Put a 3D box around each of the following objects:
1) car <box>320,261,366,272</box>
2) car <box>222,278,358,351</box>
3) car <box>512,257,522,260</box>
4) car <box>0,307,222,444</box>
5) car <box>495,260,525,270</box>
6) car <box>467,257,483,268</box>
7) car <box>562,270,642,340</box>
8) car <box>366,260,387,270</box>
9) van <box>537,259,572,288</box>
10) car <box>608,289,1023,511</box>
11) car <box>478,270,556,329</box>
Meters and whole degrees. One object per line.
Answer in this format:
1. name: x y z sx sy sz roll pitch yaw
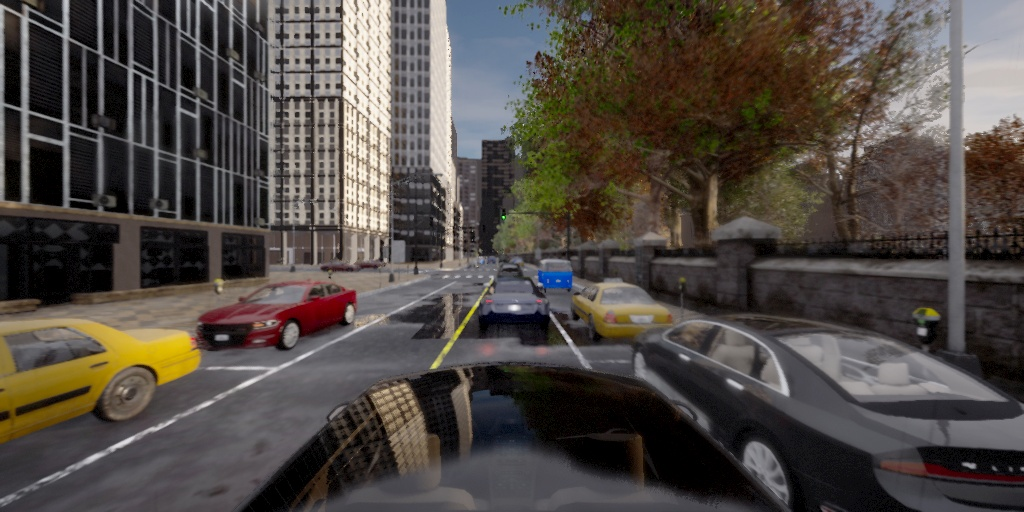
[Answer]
1. car: -18.549 1.156 38.891 4.207 1.307 1.802 0 0 3
2. car: -5.491 1.297 9.024 1.888 1.381 4.507 0 0 0
3. car: 1.377 1.259 64.537 1.751 1.417 4.829 0 0 -2
4. car: -5.464 1.277 3.211 1.751 1.417 4.829 0 0 0
5. car: -0.130 1.255 26.401 1.837 1.490 4.892 0 0 -1
6. car: -6.299 1.291 58.379 2.007 1.370 4.403 0 0 -2
7. car: 2.675 1.275 9.751 1.751 1.417 4.829 0 0 0
8. car: -18.596 1.133 47.004 4.207 1.307 1.802 0 0 3
9. van: 2.423 1.091 20.829 1.690 1.789 3.998 0 0 -1
10. car: 2.704 1.300 3.957 2.007 1.370 4.403 0 0 0
11. car: 0.045 1.313 11.219 1.994 1.385 4.181 0 0 0
